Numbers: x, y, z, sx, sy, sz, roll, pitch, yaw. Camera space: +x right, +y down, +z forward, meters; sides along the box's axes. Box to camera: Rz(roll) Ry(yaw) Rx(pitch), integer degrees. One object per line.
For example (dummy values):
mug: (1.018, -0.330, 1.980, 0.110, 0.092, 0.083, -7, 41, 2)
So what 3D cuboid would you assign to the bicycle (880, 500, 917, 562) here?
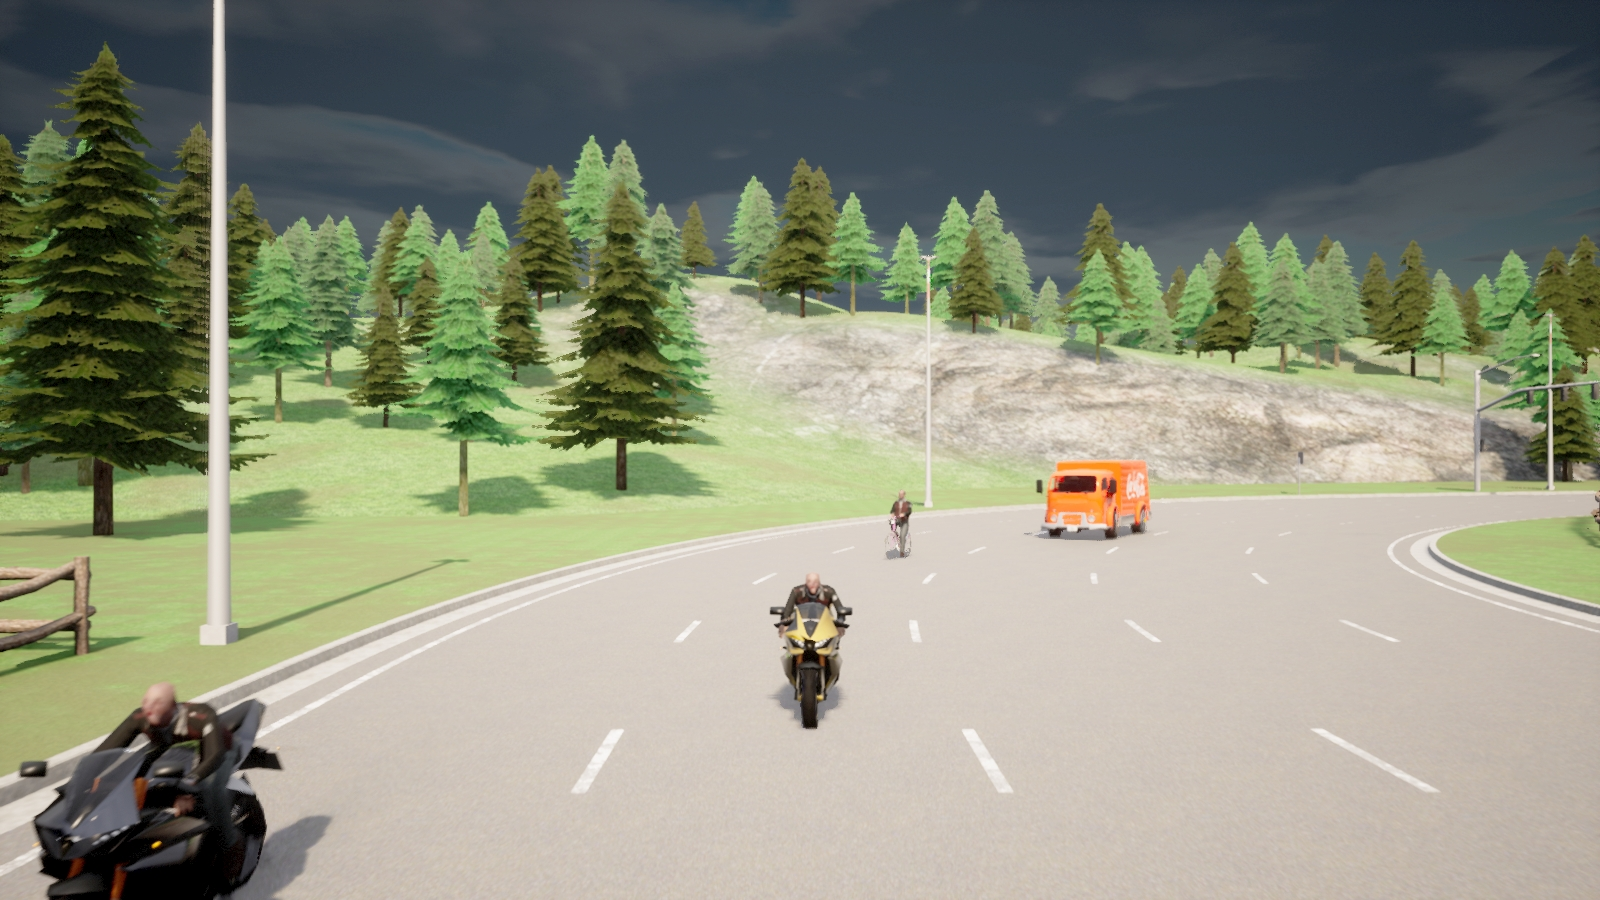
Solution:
bicycle: (2.528, 2.055, 29.228, 0.329, 1.471, 1.835, 0, 0, 25)

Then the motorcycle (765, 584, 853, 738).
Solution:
motorcycle: (0.138, 2.203, 12.314, 0.867, 1.251, 2.209, 0, 0, 2)

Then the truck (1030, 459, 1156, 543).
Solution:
truck: (9.570, 1.563, 36.952, 2.627, 2.467, 5.204, -1, -1, 30)

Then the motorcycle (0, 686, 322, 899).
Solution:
motorcycle: (-3.621, 2.203, 6.507, 0.867, 1.251, 2.209, 0, 0, 0)
